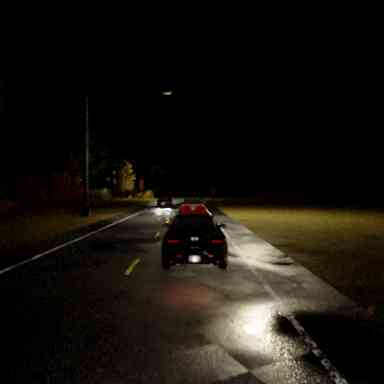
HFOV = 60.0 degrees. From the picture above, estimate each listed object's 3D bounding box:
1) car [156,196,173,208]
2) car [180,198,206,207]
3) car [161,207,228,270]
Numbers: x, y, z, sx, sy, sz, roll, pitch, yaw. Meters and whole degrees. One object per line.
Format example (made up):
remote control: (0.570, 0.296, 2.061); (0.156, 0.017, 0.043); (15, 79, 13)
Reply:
car: (-3.606, 1.286, 44.041); (2.128, 1.511, 4.902); (0, 0, 0)
car: (0.071, 1.227, 26.786); (2.097, 1.767, 4.553); (0, 0, 0)
car: (0.077, 1.452, 10.830); (1.837, 1.490, 4.892); (0, 0, 0)
